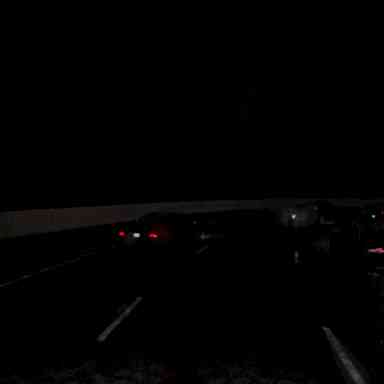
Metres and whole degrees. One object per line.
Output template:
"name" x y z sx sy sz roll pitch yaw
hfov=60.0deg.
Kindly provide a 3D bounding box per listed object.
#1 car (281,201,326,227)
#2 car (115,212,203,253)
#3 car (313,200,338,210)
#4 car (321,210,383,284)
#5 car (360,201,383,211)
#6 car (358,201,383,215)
"car" 7.749 1.596 23.336 1.994 1.385 4.181 0 0 33
"car" -1.106 1.533 13.742 2.033 1.411 5.357 0 0 18
"car" 13.692 1.607 35.818 5.357 1.411 2.033 0 0 -40
"car" 5.195 1.517 9.399 2.128 1.511 4.902 0 0 14
"car" 16.228 1.680 28.405 1.895 1.301 4.718 0 0 45
"car" 19.892 1.660 35.676 4.181 1.385 1.994 0 0 -36
